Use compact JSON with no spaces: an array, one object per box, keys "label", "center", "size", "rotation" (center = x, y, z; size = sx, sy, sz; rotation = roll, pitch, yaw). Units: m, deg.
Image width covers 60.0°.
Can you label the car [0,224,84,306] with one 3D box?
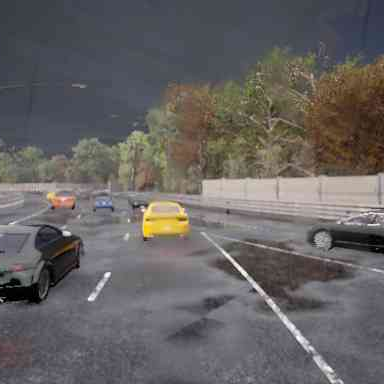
[{"label":"car","center":[-3.924,1.431,7.779],"size":[1.994,1.385,4.181],"rotation":[0,1,-5]}]

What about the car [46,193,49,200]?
[{"label":"car","center":[-22.545,0.568,54.310],"size":[1.882,1.535,5.008],"rotation":[0,1,-30]}]

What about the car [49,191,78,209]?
[{"label":"car","center":[-13.151,0.777,34.243],"size":[2.097,1.767,4.553],"rotation":[0,1,-19]}]

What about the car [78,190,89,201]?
[{"label":"car","center":[-17.636,0.608,52.703],"size":[2.128,1.511,4.902],"rotation":[0,1,-29]}]

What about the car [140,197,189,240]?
[{"label":"car","center":[-1.288,1.219,15.346],"size":[1.882,1.535,5.008],"rotation":[0,1,-7]}]

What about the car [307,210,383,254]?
[{"label":"car","center":[6.032,1.312,10.634],"size":[2.128,1.511,4.902],"rotation":[-1,1,-34]}]

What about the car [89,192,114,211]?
[{"label":"car","center":[-8.489,1.017,31.588],"size":[2.033,1.411,5.357],"rotation":[0,1,-17]}]

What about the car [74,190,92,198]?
[{"label":"car","center":[-21.548,0.403,65.443],"size":[1.837,1.490,4.892],"rotation":[-1,1,-38]}]

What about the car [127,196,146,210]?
[{"label":"car","center":[-5.230,1.052,32.709],"size":[1.895,1.301,4.718],"rotation":[0,1,-17]}]
